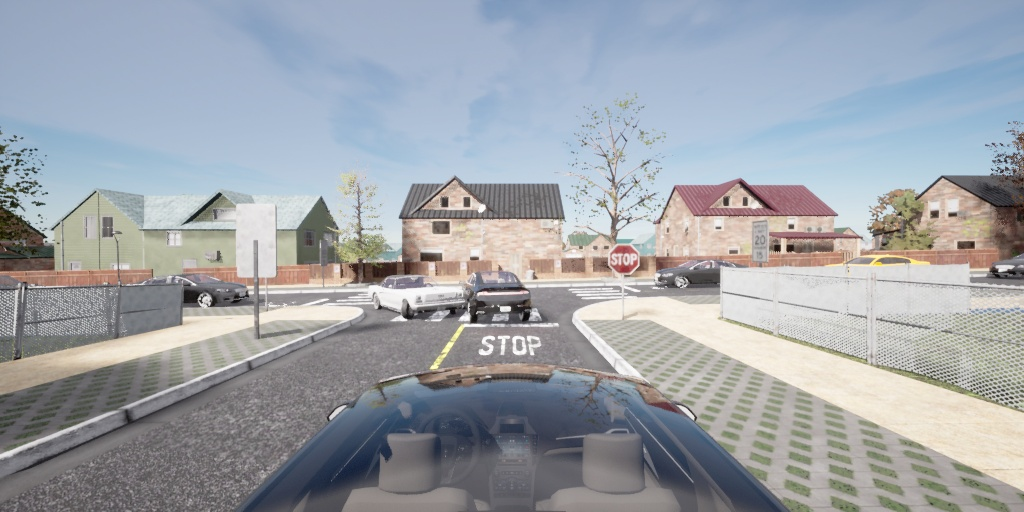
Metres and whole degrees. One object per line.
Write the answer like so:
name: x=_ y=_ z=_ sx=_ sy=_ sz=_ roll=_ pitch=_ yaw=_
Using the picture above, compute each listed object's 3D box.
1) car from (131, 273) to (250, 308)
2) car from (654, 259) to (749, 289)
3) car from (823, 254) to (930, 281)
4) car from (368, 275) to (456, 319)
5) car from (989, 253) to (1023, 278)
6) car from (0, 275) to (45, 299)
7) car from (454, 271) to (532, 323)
car: x=-14.903 y=1.567 z=16.547 sx=4.902 sy=1.511 sz=2.128 roll=-1 pitch=1 yaw=0
car: x=10.330 y=0.926 z=19.600 sx=4.902 sy=1.511 sz=2.128 roll=-1 pitch=1 yaw=0
car: x=19.761 y=0.690 z=19.637 sx=5.008 sy=1.535 sz=1.882 roll=-1 pitch=1 yaw=-1
car: x=-3.602 y=1.368 z=13.051 sx=1.895 sy=1.301 sz=4.718 roll=0 pitch=0 yaw=-38
car: x=29.385 y=0.478 z=19.673 sx=4.902 sy=1.511 sz=2.128 roll=-1 pitch=1 yaw=0
car: x=-24.240 y=1.648 z=16.507 sx=4.553 sy=1.767 sz=2.097 roll=-1 pitch=1 yaw=0
car: x=-0.686 y=1.243 z=12.192 sx=2.128 sy=1.511 sz=4.902 roll=0 pitch=0 yaw=-12
